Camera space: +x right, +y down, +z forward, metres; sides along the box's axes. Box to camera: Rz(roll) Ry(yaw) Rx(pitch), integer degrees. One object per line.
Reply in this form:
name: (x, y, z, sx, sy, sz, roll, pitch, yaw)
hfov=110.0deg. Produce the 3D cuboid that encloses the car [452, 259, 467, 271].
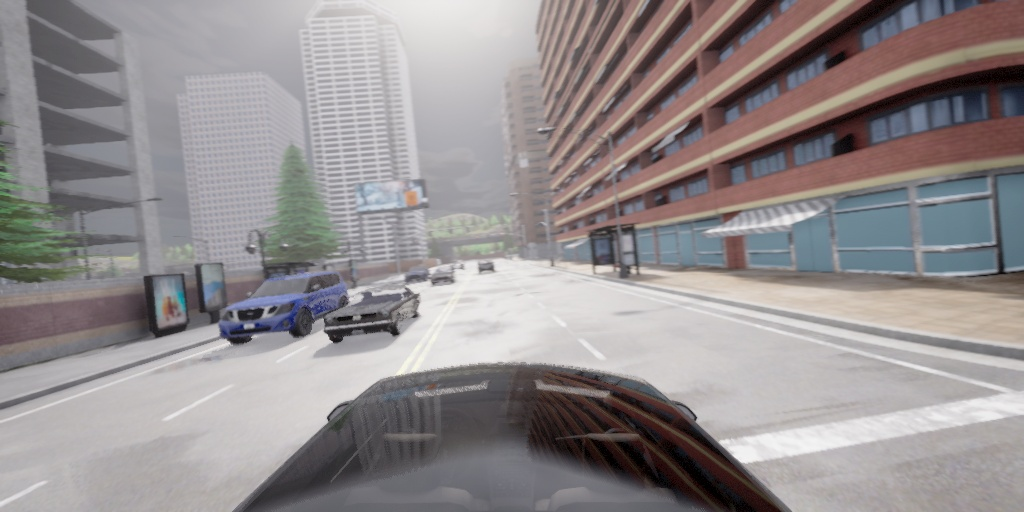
car: (-6.863, 1.165, 45.870, 2.128, 1.511, 4.902, -6, 1, -4)

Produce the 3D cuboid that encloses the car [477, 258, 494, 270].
car: (-4.029, 1.149, 53.193, 2.128, 1.511, 4.902, -6, 1, -7)

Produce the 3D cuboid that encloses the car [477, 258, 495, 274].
car: (-2.929, 1.153, 41.292, 2.128, 1.511, 4.902, -6, 1, -4)

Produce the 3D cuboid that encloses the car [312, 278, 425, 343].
car: (-4.237, 1.698, 11.616, 1.895, 1.301, 4.718, -6, 1, -4)

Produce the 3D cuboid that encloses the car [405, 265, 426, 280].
car: (-9.723, 1.765, 37.199, 2.097, 1.767, 4.553, -6, 1, -4)

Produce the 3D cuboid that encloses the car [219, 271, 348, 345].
car: (-7.890, 1.684, 13.173, 2.150, 2.045, 5.566, -6, 1, -4)

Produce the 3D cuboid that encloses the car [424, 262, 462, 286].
car: (-5.708, 1.609, 30.434, 2.033, 1.411, 5.357, -6, 1, -4)
